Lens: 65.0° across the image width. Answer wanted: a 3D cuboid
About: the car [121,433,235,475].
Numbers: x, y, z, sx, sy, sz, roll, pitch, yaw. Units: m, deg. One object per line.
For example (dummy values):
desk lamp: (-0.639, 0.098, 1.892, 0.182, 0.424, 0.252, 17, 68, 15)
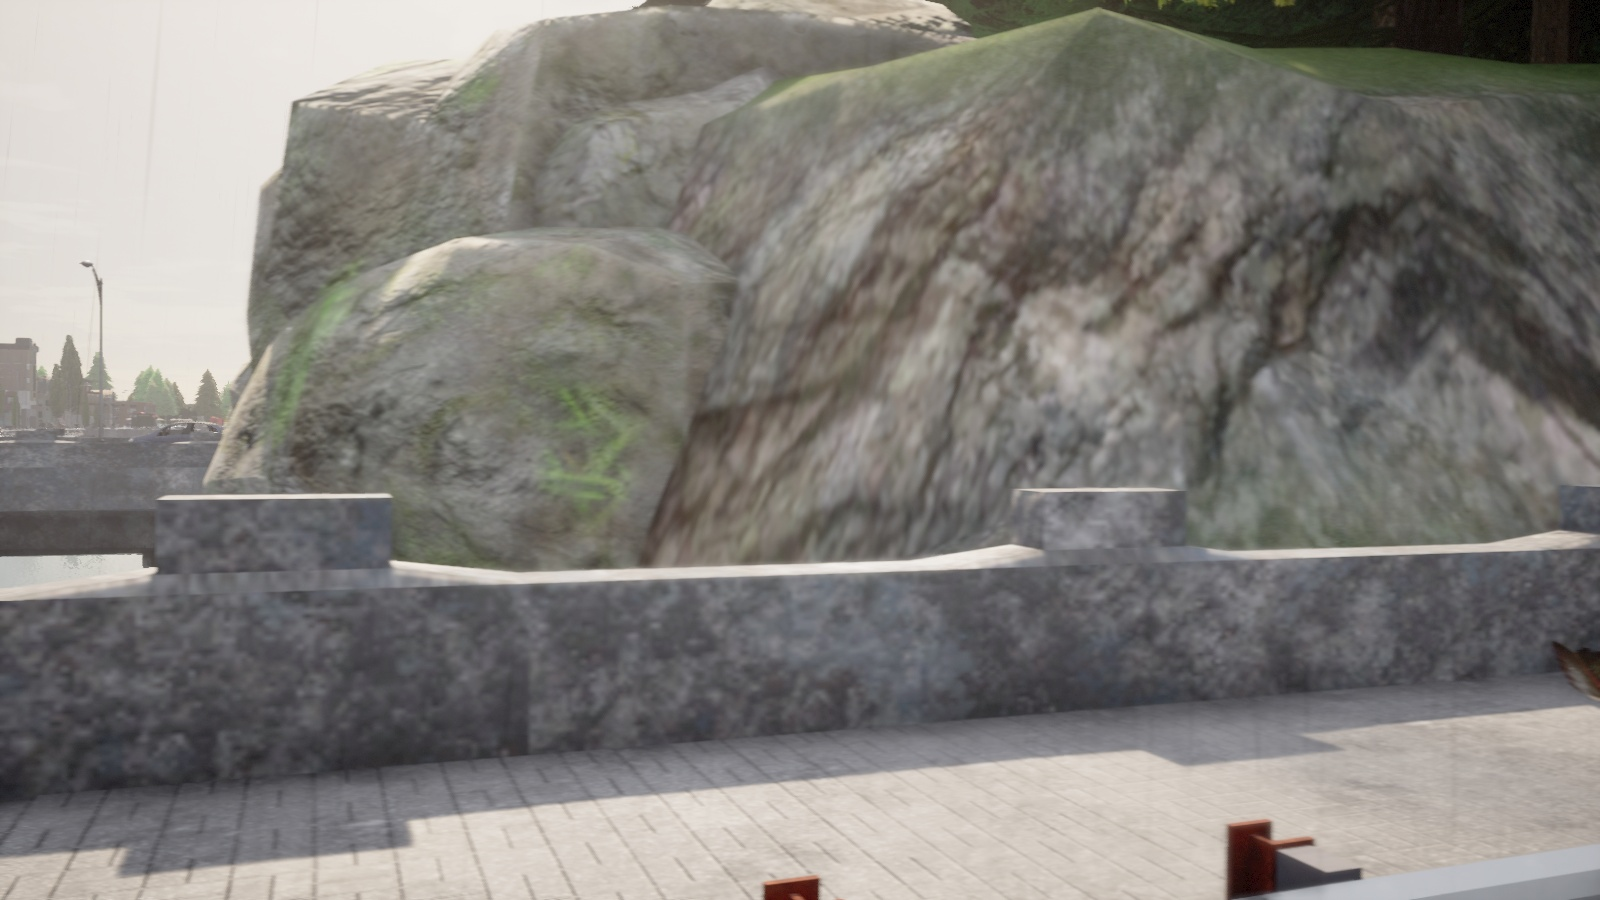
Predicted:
car: (-25.374, 0.135, 51.367, 3.988, 1.617, 1.851, -1, 1, -21)
